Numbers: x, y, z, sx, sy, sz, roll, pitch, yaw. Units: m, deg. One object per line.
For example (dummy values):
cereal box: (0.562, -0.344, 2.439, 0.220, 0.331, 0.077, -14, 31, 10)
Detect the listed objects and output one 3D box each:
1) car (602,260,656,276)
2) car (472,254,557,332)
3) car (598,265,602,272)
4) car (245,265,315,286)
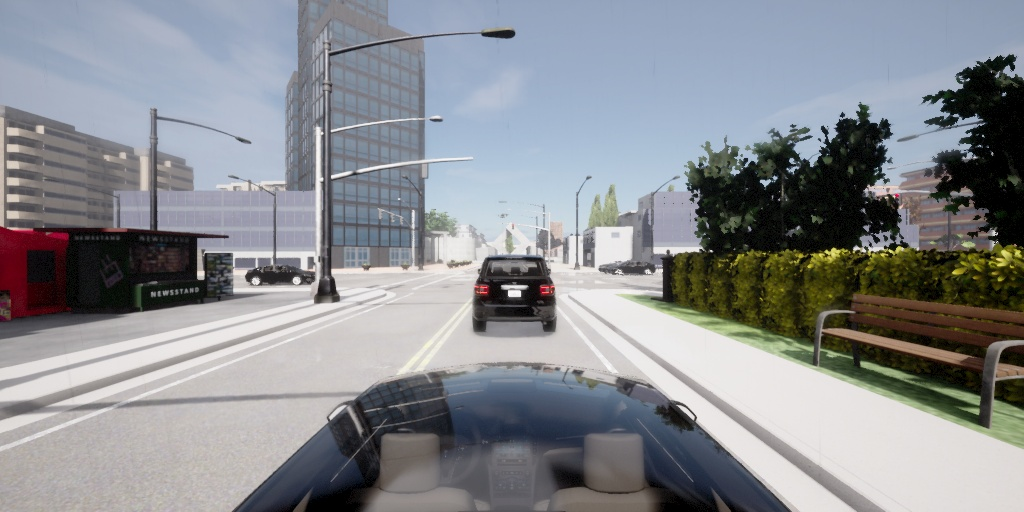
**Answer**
car: (12.255, 1.249, 37.048, 4.892, 1.490, 1.837, 0, 0, 0)
car: (0.075, 0.971, 11.036, 2.150, 2.045, 5.566, 0, 0, 0)
car: (12.219, 1.235, 40.547, 4.902, 1.511, 2.128, 0, 0, 0)
car: (-16.638, 1.362, 26.130, 4.892, 1.490, 1.837, -1, 0, 0)
